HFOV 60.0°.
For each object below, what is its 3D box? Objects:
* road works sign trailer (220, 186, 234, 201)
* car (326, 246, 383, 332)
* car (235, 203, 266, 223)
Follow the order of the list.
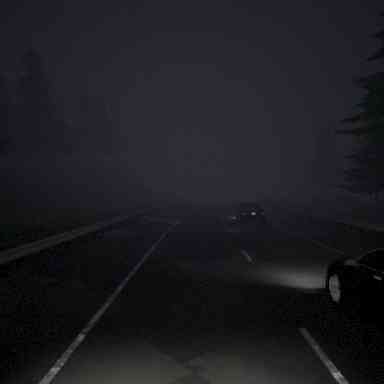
[{"bbox_3d":[7.917,0.287,78.553,2.380,3.560,2.880,0,0,13],"label":"road works sign trailer"},{"bbox_3d":[3.647,1.497,4.936,1.837,1.490,4.892,0,1,1],"label":"car"},{"bbox_3d":[4.280,1.492,24.855,2.033,1.411,5.357,0,0,3],"label":"car"}]
